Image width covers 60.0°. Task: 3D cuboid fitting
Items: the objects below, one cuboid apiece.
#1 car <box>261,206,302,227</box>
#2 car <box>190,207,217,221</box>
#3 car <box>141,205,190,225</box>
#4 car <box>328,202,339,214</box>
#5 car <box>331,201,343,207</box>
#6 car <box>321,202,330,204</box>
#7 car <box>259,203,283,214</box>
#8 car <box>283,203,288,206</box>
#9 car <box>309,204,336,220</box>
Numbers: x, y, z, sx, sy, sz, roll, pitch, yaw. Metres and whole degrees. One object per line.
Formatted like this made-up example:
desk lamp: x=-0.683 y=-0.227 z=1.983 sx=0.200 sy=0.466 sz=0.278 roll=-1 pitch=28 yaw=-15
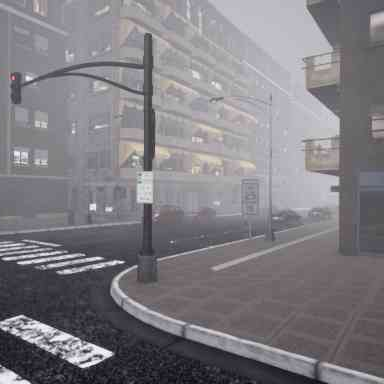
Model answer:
car: x=7.692 y=2.095 z=27.444 sx=1.947 sy=1.339 sz=4.313 roll=-1 pitch=-2 yaw=35
car: x=0.863 y=2.063 z=32.185 sx=1.802 sy=1.307 sz=4.206 roll=-1 pitch=-1 yaw=35
car: x=-2.372 y=1.821 z=27.527 sx=1.967 sy=1.590 sz=4.097 roll=-1 pitch=-1 yaw=35
car: x=20.732 y=2.458 z=46.231 sx=1.752 sy=1.417 sz=4.829 roll=-1 pitch=-2 yaw=35
car: x=36.428 y=3.021 z=83.483 sx=1.967 sy=1.590 sz=4.097 roll=-1 pitch=-1 yaw=35
car: x=19.502 y=2.545 z=48.921 sx=1.895 sy=1.301 sz=4.718 roll=0 pitch=-1 yaw=35
car: x=10.569 y=2.326 z=46.170 sx=1.887 sy=1.381 sz=4.507 roll=-1 pitch=-1 yaw=35
car: x=13.708 y=2.404 z=50.692 sx=1.752 sy=1.417 sz=4.829 roll=-1 pitch=-1 yaw=35
car: x=14.164 y=2.295 z=36.767 sx=1.947 sy=1.339 sz=4.313 roll=-1 pitch=-2 yaw=35
